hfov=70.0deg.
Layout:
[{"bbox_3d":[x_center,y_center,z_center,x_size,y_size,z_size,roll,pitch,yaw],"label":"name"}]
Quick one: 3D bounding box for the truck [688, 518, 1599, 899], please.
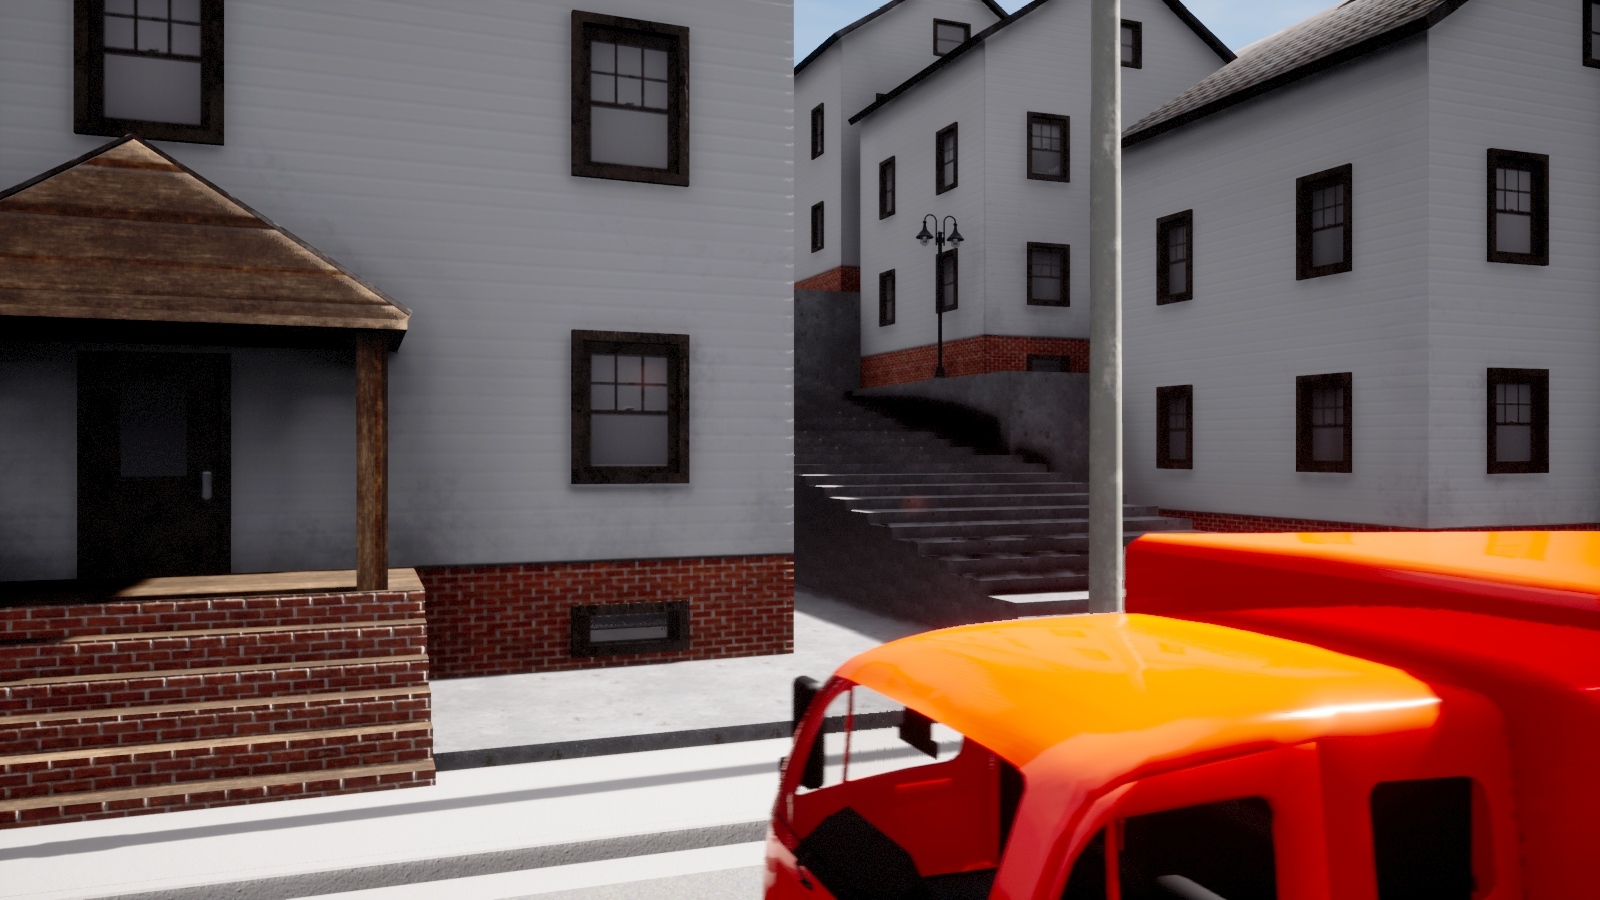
[{"bbox_3d":[2.450,1.577,4.177,5.204,2.467,2.627,1,0,-20],"label":"truck"}]
